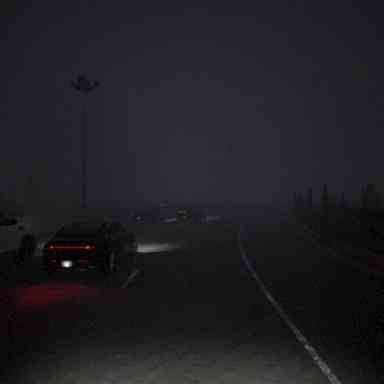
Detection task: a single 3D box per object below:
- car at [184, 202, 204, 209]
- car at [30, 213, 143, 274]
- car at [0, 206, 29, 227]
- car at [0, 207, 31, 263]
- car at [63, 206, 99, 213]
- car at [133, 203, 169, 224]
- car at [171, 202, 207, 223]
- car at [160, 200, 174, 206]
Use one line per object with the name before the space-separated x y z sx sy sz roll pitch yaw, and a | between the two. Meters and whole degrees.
car | 0.445 2.587 64.427 1.994 1.385 4.181 -1 -1 34
car | -3.172 1.681 11.197 1.837 1.490 4.892 0 -1 3
car | -15.504 1.923 26.256 2.128 1.511 4.902 0 -1 11
car | -6.767 1.378 9.750 2.150 2.045 5.566 0 -1 2
car | -10.626 2.065 32.141 2.033 1.411 5.357 0 -1 15
car | -3.844 1.982 29.523 1.812 1.442 4.674 -1 -1 14
car | 0.026 1.950 30.397 2.128 1.511 4.902 0 -1 15
car | -5.070 2.369 62.343 2.097 1.767 4.553 -1 -1 31
